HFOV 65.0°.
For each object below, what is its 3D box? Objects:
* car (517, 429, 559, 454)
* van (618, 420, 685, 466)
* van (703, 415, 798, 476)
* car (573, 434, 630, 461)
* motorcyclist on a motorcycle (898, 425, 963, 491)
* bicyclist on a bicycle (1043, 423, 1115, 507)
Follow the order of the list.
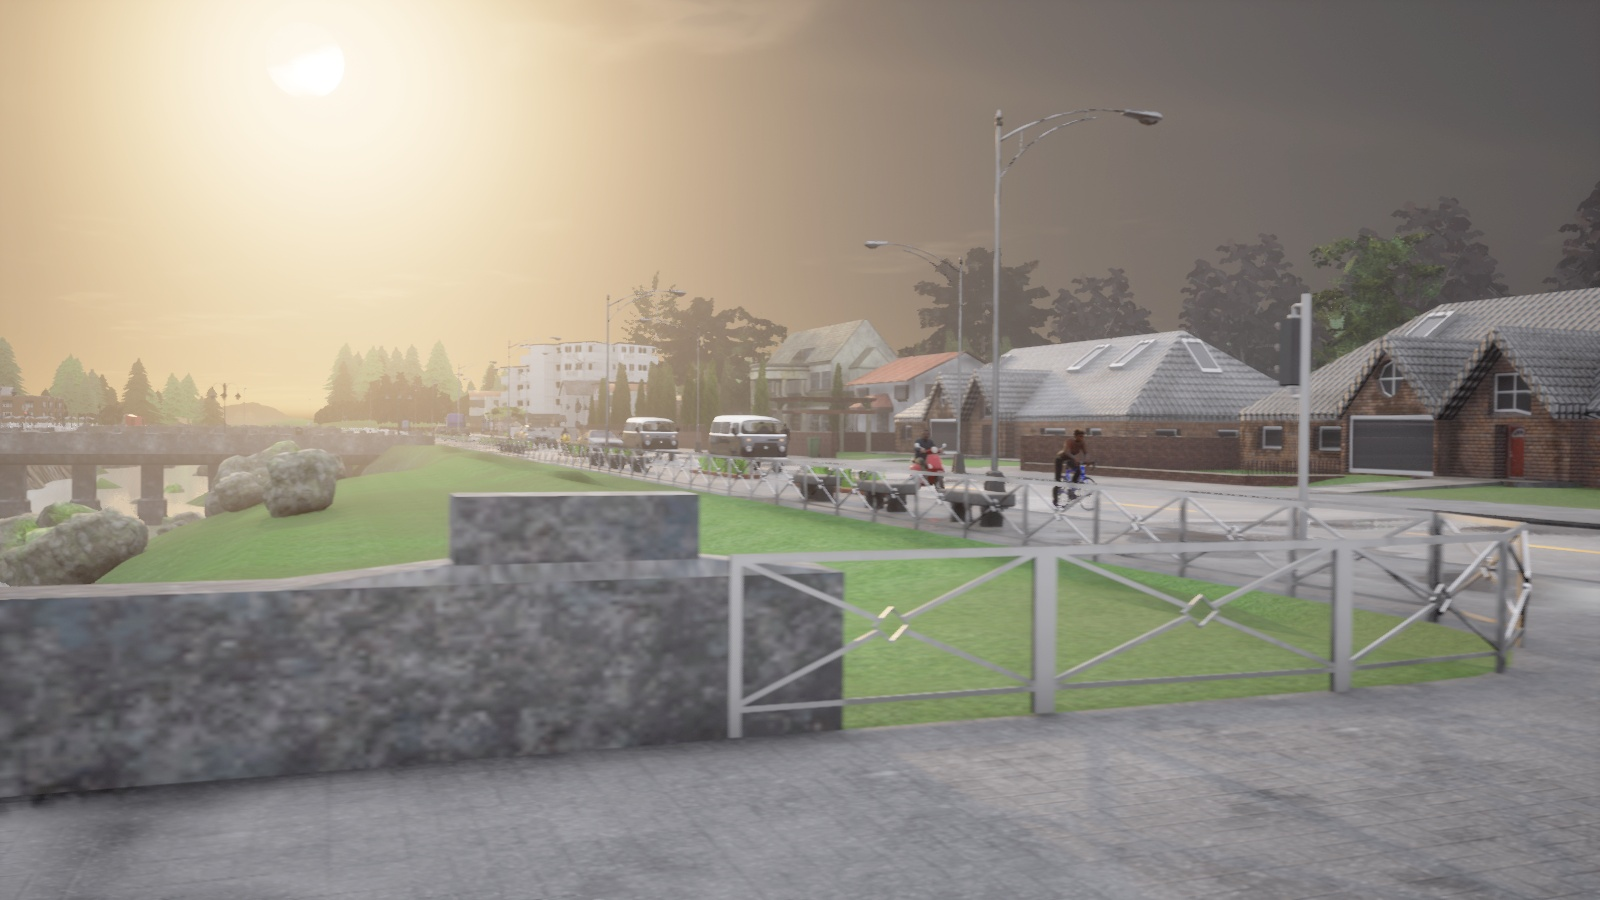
[{"bbox_3d":[-18.801,-0.617,90.029,2.242,1.667,4.611,-1,1,-21],"label":"car"},{"bbox_3d":[-6.944,-0.353,58.477,2.069,2.038,4.480,-1,1,-21],"label":"van"},{"bbox_3d":[-1.841,-0.188,44.900,2.069,2.038,4.480,-1,1,-21],"label":"van"},{"bbox_3d":[-10.992,-0.160,69.262,2.033,1.411,5.357,-1,1,-21],"label":"car"},{"bbox_3d":[3.238,0.205,31.396,0.866,1.590,1.817,-1,-1,-21],"label":"motorcyclist on a motorcycle"},{"bbox_3d":[5.575,0.281,25.179,0.582,1.620,1.656,-1,1,-21],"label":"bicyclist on a bicycle"}]
